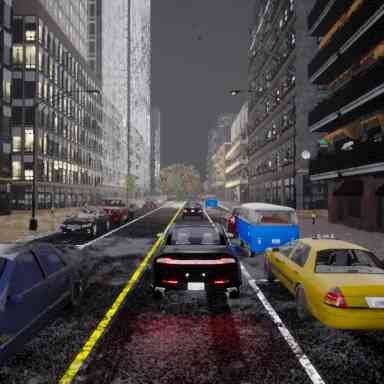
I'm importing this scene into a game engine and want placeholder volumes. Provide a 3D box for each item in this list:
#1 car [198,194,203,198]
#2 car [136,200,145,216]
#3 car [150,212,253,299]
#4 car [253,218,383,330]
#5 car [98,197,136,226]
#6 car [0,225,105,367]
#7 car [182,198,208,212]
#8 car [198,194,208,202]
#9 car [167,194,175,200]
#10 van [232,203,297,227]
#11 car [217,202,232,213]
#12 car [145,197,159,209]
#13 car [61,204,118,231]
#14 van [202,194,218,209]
[{"bbox_3d":[2.633,1.574,69.073,2.008,1.369,4.403,1,0,0],"label":"car"},{"bbox_3d":[-5.708,1.575,29.457,1.947,1.339,4.313,1,0,0],"label":"car"},{"bbox_3d":[0.087,1.494,8.440,2.128,1.511,4.902,0,0,0],"label":"car"},{"bbox_3d":[2.695,1.527,7.014,1.752,1.417,4.829,1,0,0],"label":"car"},{"bbox_3d":[-5.699,1.322,23.800,2.192,1.841,5.009,1,0,0],"label":"car"},{"bbox_3d":[-3.107,1.549,5.114,2.033,1.411,5.357,0,0,0],"label":"car"},{"bbox_3d":[0.067,1.557,28.956,2.033,1.411,5.357,0,0,0],"label":"car"},{"bbox_3d":[2.625,1.343,80.389,2.192,1.841,5.009,1,0,0],"label":"car"},{"bbox_3d":[-5.773,1.347,91.688,2.192,1.841,5.009,1,0,0],"label":"car"},{"bbox_3d":[2.692,1.345,12.501,1.690,1.788,3.998,1,0,0],"label":"van"},{"bbox_3d":[2.685,1.446,18.158,1.967,1.590,4.097,1,0,0],"label":"car"},{"bbox_3d":[-5.723,1.455,46.430,1.967,1.590,4.097,1,0,0],"label":"car"},{"bbox_3d":[-5.697,1.556,18.143,2.008,1.369,4.403,1,0,0],"label":"car"},{"bbox_3d":[2.659,1.356,46.445,1.690,1.788,3.998,1,0,0],"label":"van"}]
